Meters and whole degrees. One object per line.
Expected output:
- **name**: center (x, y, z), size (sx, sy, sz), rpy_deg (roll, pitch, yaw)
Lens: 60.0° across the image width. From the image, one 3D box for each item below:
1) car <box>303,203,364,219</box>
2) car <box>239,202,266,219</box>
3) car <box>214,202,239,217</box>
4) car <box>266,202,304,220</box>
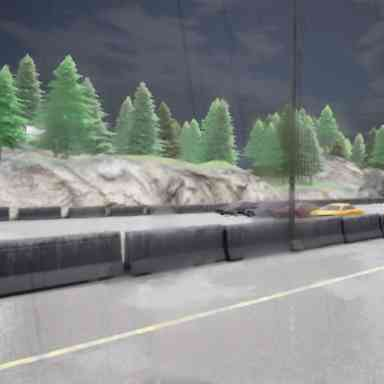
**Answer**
- **car**: center (10.744, 1.595, 24.598), size (5.008, 1.535, 1.882), rpy_deg (0, 0, -36)
- **car**: center (6.729, 1.682, 30.332), size (4.181, 1.385, 1.994), rpy_deg (0, 0, -36)
- **car**: center (4.794, 1.666, 33.251), size (5.357, 1.411, 2.033), rpy_deg (0, 0, -36)
- **car**: center (8.700, 1.595, 27.439), size (5.008, 1.535, 1.882), rpy_deg (0, 0, -36)
